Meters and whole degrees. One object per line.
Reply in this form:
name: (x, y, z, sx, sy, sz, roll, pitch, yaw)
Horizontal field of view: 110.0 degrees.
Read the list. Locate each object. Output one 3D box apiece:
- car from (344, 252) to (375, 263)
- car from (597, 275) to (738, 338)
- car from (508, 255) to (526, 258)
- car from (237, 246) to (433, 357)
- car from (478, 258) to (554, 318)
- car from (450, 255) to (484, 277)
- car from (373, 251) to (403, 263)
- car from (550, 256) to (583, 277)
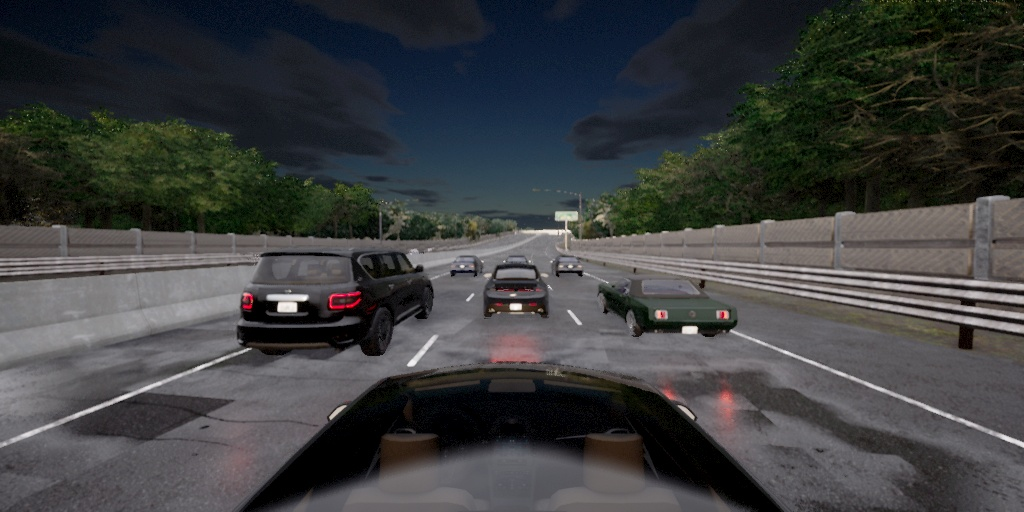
car: (-20.147, 0.136, 47.601, 1.895, 1.301, 4.718, 0, 2, 3)
car: (3.598, 1.140, 9.389, 1.895, 1.301, 4.718, 0, 2, 1)
car: (0.344, 0.663, 25.685, 2.033, 1.411, 5.357, 0, 2, 2)
car: (-3.419, 0.794, 8.212, 2.150, 2.045, 5.566, 0, 2, 1)
car: (0.133, 0.985, 11.629, 1.837, 1.490, 4.892, 0, 2, 1)
car: (-3.156, 0.661, 25.707, 2.033, 1.411, 5.357, 0, 2, 2)
car: (-16.611, 0.064, 48.393, 2.033, 1.411, 5.357, 0, 1, 3)
car: (3.843, 0.667, 25.603, 2.033, 1.411, 5.357, 0, 2, 2)
